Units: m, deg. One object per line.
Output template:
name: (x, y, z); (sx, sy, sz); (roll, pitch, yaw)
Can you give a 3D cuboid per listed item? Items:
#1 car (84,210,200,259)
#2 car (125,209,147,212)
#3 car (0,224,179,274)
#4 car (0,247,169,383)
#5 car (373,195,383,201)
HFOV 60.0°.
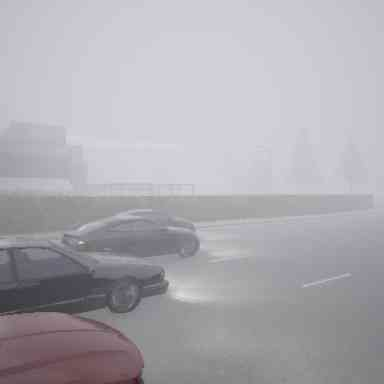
car: (-1.910, 1.526, 10.998); (4.674, 1.442, 1.812); (0, 0, -36)
car: (-2.015, 1.526, 15.222); (4.674, 1.442, 1.812); (0, 0, -36)
car: (-3.087, 1.547, 5.842); (5.357, 1.411, 2.033); (0, 0, -35)
car: (-2.651, 1.477, 1.857); (5.008, 1.535, 1.882); (0, 0, -35)
car: (45.281, 1.478, 80.985); (1.882, 1.535, 5.008); (0, 0, 11)
